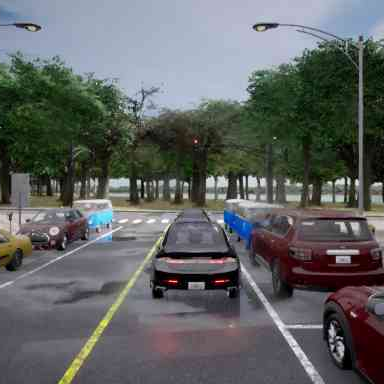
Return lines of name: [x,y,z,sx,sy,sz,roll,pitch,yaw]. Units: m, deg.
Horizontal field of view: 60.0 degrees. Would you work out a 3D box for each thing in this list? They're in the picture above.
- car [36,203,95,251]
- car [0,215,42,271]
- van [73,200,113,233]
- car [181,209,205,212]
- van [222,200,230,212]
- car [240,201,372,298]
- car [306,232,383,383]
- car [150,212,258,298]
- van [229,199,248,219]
car: [-5.774,1.441,13.882,1.967,1.590,4.097,0,0,0]
car: [-5.770,1.526,8.275,1.752,1.417,4.829,0,0,0]
van: [-5.777,1.343,19.320,1.690,1.788,3.998,0,0,0]
car: [0.045,1.566,17.399,1.994,1.385,4.181,0,0,1]
van: [2.748,1.343,19.325,1.690,1.788,3.998,0,0,0]
car: [2.755,1.315,8.450,2.192,1.841,5.009,0,0,0]
car: [2.759,1.440,3.012,1.967,1.590,4.097,0,0,0]
car: [0.084,1.492,8.480,2.128,1.511,4.902,0,0,0]
van: [2.751,1.342,13.888,1.690,1.788,3.998,0,0,0]
